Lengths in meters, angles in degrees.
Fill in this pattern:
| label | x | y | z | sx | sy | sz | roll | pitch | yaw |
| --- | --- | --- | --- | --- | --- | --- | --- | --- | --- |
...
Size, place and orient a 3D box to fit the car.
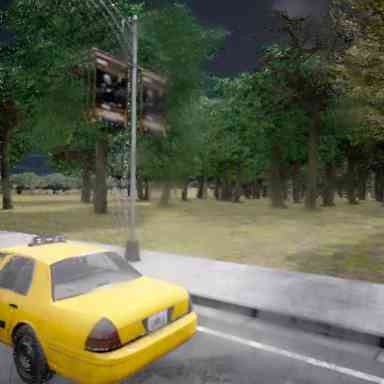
| label | x | y | z | sx | sy | sz | roll | pitch | yaw |
| --- | --- | --- | --- | --- | --- | --- | --- | --- | --- |
| car | -2.479 | 1.452 | 5.331 | 5.366 | 1.575 | 1.801 | 0 | 0 | 36 |
